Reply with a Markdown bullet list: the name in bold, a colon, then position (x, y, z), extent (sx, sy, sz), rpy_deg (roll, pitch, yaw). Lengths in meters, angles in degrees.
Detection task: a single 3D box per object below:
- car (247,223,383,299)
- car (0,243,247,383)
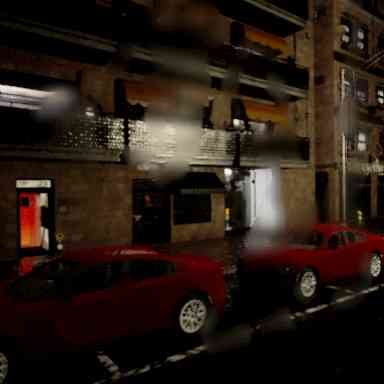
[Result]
- **car**: position (3.082, 1.508, 8.311), extent (4.507, 1.381, 1.887), rpy_deg (0, -1, -36)
- **car**: position (-1.518, 1.537, 5.028), extent (4.507, 1.381, 1.887), rpy_deg (0, -1, -36)
